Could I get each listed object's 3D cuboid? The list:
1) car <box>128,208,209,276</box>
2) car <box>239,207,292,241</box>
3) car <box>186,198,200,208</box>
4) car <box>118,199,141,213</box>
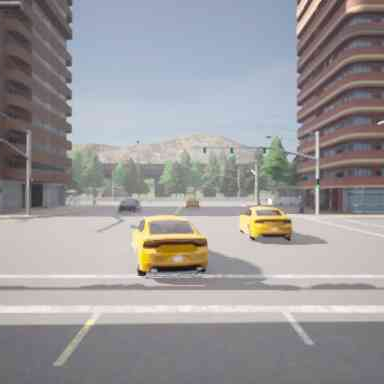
[{"bbox_3d":[-0.897,1.489,10.610,1.882,1.535,5.008,0,0,-13],"label":"car"},{"bbox_3d":[3.601,1.496,16.974,1.882,1.535,5.008,0,0,0],"label":"car"},{"bbox_3d":[0.107,1.530,47.902,1.882,1.535,5.008,0,0,0],"label":"car"},{"bbox_3d":[-7.064,1.519,38.053,1.882,1.535,5.008,0,0,0],"label":"car"}]
